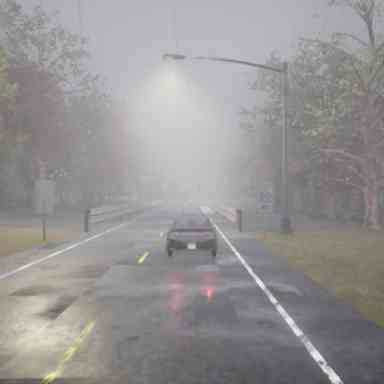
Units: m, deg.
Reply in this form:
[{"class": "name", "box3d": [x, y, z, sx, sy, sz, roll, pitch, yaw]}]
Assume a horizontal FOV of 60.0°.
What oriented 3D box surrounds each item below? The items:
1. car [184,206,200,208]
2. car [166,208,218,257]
[{"class": "car", "box3d": [-0.009, 1.832, 27.512, 2.033, 1.411, 5.357, 0, -1, 0]}, {"class": "car", "box3d": [0.014, 1.633, 13.497, 2.128, 1.511, 4.902, 0, 0, 1]}]
